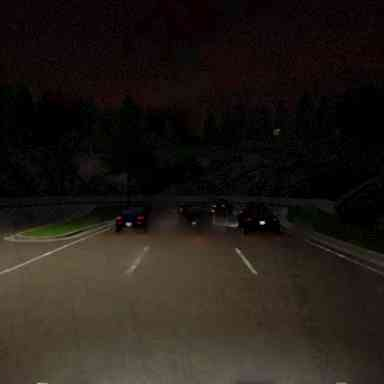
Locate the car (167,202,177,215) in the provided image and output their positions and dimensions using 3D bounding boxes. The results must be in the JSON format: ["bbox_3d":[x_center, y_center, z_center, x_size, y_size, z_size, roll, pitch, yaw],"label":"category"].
[{"bbox_3d":[-0.835,1.601,32.839,1.895,1.301,4.718,0,0,17],"label":"car"}]

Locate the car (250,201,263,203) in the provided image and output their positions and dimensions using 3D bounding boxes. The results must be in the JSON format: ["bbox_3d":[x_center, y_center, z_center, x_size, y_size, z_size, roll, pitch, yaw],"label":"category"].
[{"bbox_3d":[6.127,1.565,31.662,1.994,1.385,4.181,0,0,17],"label":"car"}]

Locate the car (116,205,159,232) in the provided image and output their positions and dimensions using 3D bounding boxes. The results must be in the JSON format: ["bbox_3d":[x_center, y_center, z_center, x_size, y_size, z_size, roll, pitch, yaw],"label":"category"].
[{"bbox_3d":[-3.196,1.525,19.868,1.812,1.442,4.674,0,0,4],"label":"car"}]

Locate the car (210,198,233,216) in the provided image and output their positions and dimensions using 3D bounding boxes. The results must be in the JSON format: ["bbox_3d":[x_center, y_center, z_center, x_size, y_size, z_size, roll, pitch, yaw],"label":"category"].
[{"bbox_3d":[2.683,1.351,32.366,2.097,1.767,4.553,0,0,17],"label":"car"}]

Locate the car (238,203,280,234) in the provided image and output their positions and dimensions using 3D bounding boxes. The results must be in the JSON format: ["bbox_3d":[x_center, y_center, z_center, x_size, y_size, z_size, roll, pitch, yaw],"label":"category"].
[{"bbox_3d":[3.766,1.565,19.235,1.994,1.385,4.181,0,0,3],"label":"car"}]

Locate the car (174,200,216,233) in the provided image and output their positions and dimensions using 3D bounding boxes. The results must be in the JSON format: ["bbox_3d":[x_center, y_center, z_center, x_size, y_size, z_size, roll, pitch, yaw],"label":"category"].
[{"bbox_3d":[0.286,1.477,19.592,1.882,1.535,5.008,0,0,3],"label":"car"}]
